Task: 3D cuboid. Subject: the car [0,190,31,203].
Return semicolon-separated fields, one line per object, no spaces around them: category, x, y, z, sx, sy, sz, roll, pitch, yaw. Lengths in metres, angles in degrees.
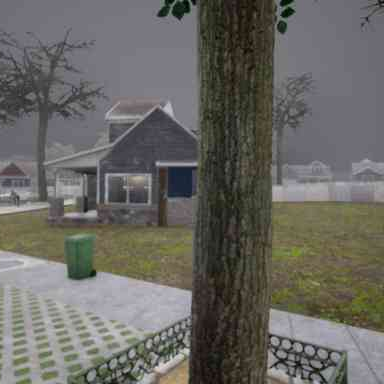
car;-21.341;0.493;39.900;1.812;1.442;4.674;1;2;10

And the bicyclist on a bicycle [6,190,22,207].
bicyclist on a bicycle;-16.915;0.657;31.578;1.656;1.620;0.582;1;2;11
